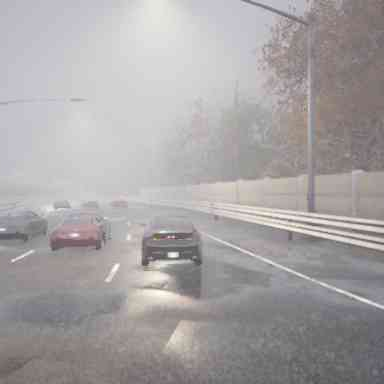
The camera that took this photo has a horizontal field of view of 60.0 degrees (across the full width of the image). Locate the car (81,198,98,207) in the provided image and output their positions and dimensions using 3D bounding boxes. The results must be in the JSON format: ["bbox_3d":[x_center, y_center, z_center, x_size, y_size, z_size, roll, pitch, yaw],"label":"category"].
[{"bbox_3d":[-14.219,1.577,46.233,1.812,1.442,4.674,0,0,-25],"label":"car"}]

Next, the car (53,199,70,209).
[{"bbox_3d":[-18.310,1.630,46.667,1.994,1.385,4.181,0,0,-26],"label":"car"}]

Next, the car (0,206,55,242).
[{"bbox_3d":[-8.473,1.595,16.328,1.994,1.385,4.181,0,0,-9],"label":"car"}]

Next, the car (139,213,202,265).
[{"bbox_3d":[-0.766,1.508,11.694,1.837,1.490,4.892,0,0,-6],"label":"car"}]

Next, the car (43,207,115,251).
[{"bbox_3d":[-4.657,1.581,14.411,1.994,1.385,4.181,0,0,-8],"label":"car"}]

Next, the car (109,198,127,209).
[{"bbox_3d":[-10.310,1.515,46.326,1.882,1.535,5.008,0,0,-23],"label":"car"}]
